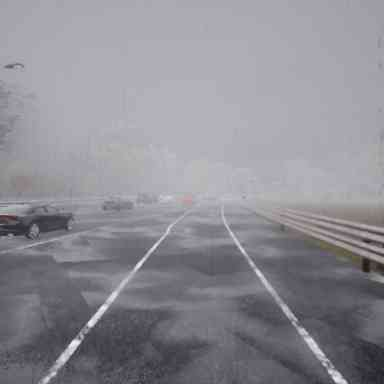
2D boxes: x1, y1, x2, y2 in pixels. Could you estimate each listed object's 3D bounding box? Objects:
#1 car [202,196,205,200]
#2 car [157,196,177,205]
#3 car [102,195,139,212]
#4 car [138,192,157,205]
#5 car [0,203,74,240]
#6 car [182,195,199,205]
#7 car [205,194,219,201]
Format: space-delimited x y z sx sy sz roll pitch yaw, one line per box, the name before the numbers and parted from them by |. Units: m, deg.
car | 4.121 1.504 89.078 1.994 1.385 4.181 0 0 15
car | -3.781 1.401 55.044 1.812 1.442 4.674 0 0 12
car | -7.707 1.325 35.041 2.128 1.511 4.902 0 0 10
car | -7.356 1.096 55.140 2.150 2.045 5.566 0 0 12
car | -7.432 1.275 15.733 1.882 1.535 5.008 0 0 9
car | -0.239 1.227 54.938 2.097 1.767 4.553 0 0 12
car | 5.272 1.454 79.262 2.128 1.511 4.902 0 0 14
